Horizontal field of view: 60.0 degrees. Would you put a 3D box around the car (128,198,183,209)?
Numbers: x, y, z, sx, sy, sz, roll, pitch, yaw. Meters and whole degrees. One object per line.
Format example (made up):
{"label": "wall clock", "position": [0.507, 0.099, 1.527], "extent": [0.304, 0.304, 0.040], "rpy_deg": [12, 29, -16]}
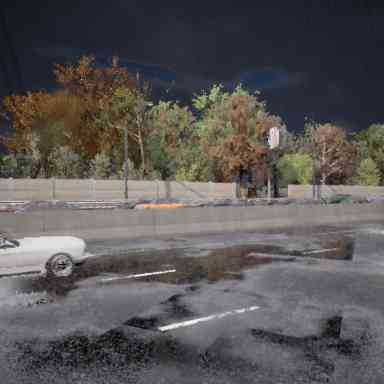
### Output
{"label": "car", "position": [-3.077, 1.352, 30.401], "extent": [4.553, 1.767, 2.097], "rpy_deg": [0, 0, -30]}

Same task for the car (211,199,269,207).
{"label": "car", "position": [5.119, 1.548, 35.186], "extent": [5.357, 1.411, 2.033], "rpy_deg": [0, 0, -30]}

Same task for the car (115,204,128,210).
{"label": "car", "position": [-5.179, 1.505, 33.224], "extent": [4.892, 1.490, 1.837], "rpy_deg": [0, 0, -30]}

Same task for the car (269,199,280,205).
{"label": "car", "position": [12.150, 1.550, 43.340], "extent": [5.357, 1.411, 2.033], "rpy_deg": [0, 0, -30]}

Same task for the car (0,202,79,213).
{"label": "car", "position": [-9.115, 1.526, 18.777], "extent": [4.674, 1.442, 1.812], "rpy_deg": [0, 0, -30]}

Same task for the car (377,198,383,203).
{"label": "car", "position": [10.413, 1.221, 13.728], "extent": [5.566, 2.045, 2.150], "rpy_deg": [0, 0, -30]}

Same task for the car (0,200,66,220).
{"label": "car", "position": [-13.557, 1.478, 28.339], "extent": [5.008, 1.535, 1.882], "rpy_deg": [0, 0, -30]}

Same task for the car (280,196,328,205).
{"label": "car", "position": [13.528, 1.494, 40.093], "extent": [4.902, 1.511, 2.128], "rpy_deg": [0, 0, -30]}

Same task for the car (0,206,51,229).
{"label": "car", "position": [-11.727, 1.601, 21.305], "extent": [4.718, 1.301, 1.895], "rpy_deg": [0, 0, -30]}

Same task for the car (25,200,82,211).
{"label": "car", "position": [-11.067, 1.492, 25.738], "extent": [4.902, 1.511, 2.128], "rpy_deg": [0, 0, -30]}

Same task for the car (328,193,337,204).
{"label": "car", "position": [21.081, 1.229, 48.550], "extent": [5.566, 2.045, 2.150], "rpy_deg": [0, 0, -30]}

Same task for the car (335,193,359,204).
{"label": "car", "position": [22.053, 1.359, 45.067], "extent": [4.553, 1.767, 2.097], "rpy_deg": [0, 0, -30]}

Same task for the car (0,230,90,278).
{"label": "car", "position": [-5.186, 1.601, 8.677], "extent": [4.718, 1.301, 1.895], "rpy_deg": [0, 0, -30]}

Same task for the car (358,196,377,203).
{"label": "car", "position": [23.692, 1.484, 41.972], "extent": [5.008, 1.535, 1.882], "rpy_deg": [0, 0, -30]}

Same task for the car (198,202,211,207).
{"label": "car", "position": [3.263, 1.548, 38.161], "extent": [5.357, 1.411, 2.033], "rpy_deg": [0, 0, -30]}
